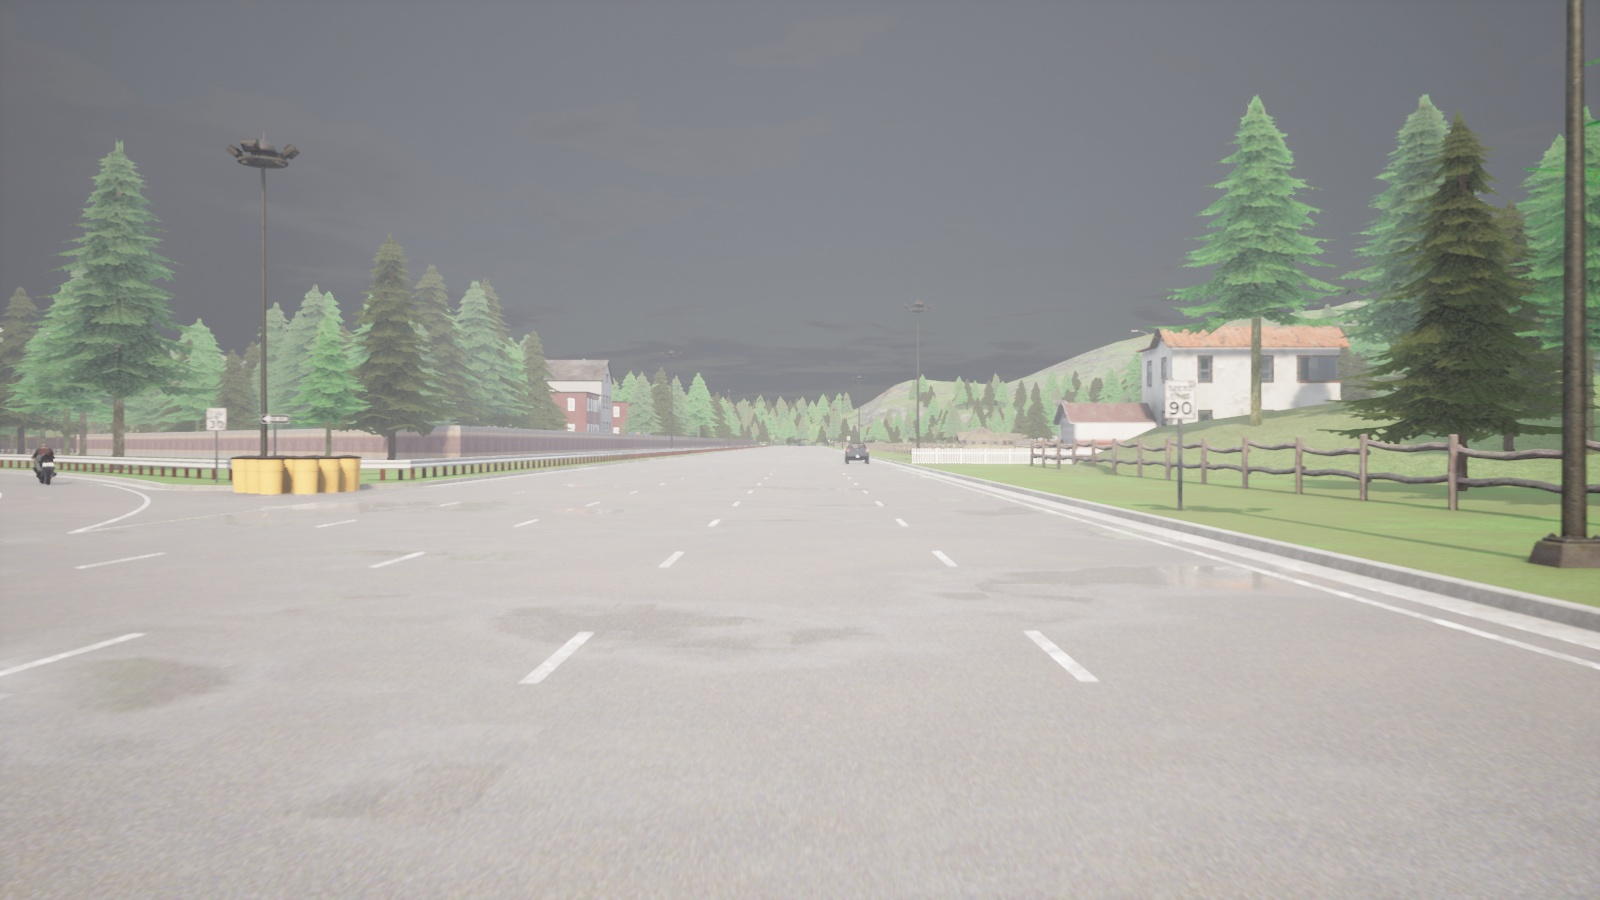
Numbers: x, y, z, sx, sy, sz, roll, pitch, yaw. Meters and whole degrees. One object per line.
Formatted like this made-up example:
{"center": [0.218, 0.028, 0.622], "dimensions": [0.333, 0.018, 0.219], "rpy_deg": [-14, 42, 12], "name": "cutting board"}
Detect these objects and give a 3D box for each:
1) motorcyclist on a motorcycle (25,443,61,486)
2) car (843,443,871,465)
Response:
{"center": [-27.702, 0.500, 45.950], "dimensions": [0.866, 1.530, 2.191], "rpy_deg": [0, 0, -38], "name": "motorcyclist on a motorcycle"}
{"center": [4.034, 0.257, 89.906], "dimensions": [1.845, 1.501, 3.633], "rpy_deg": [0, 0, 0], "name": "car"}
